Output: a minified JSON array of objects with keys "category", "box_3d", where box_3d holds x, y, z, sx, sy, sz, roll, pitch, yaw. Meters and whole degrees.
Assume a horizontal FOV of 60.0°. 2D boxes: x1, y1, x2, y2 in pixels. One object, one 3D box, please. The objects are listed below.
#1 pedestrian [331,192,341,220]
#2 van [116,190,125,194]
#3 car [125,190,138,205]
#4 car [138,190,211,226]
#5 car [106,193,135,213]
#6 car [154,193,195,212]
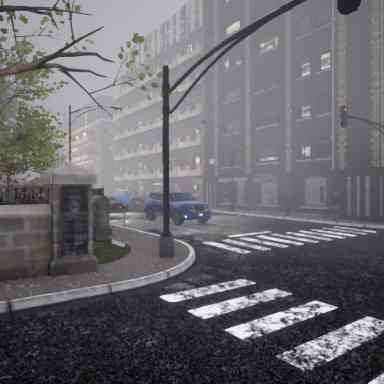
[{"category":"pedestrian","box_3d":[9.495,0.901,21.964,0.375,1.860,0.375,1,-1,-36]},{"category":"van","box_3d":[-8.299,0.655,41.312,1.690,1.788,3.998,1,1,-36]},{"category":"car","box_3d":[-5.036,0.727,36.855,2.192,1.841,5.009,1,1,-36]},{"category":"car","box_3d":[-1.102,0.926,21.654,2.150,2.045,5.566,0,1,-36]},{"category":"car","box_3d":[-7.259,1.083,30.064,1.994,1.385,4.181,0,1,-36]},{"category":"car","box_3d":[-1.776,0.950,32.401,1.967,1.590,4.097,1,1,-36]}]
